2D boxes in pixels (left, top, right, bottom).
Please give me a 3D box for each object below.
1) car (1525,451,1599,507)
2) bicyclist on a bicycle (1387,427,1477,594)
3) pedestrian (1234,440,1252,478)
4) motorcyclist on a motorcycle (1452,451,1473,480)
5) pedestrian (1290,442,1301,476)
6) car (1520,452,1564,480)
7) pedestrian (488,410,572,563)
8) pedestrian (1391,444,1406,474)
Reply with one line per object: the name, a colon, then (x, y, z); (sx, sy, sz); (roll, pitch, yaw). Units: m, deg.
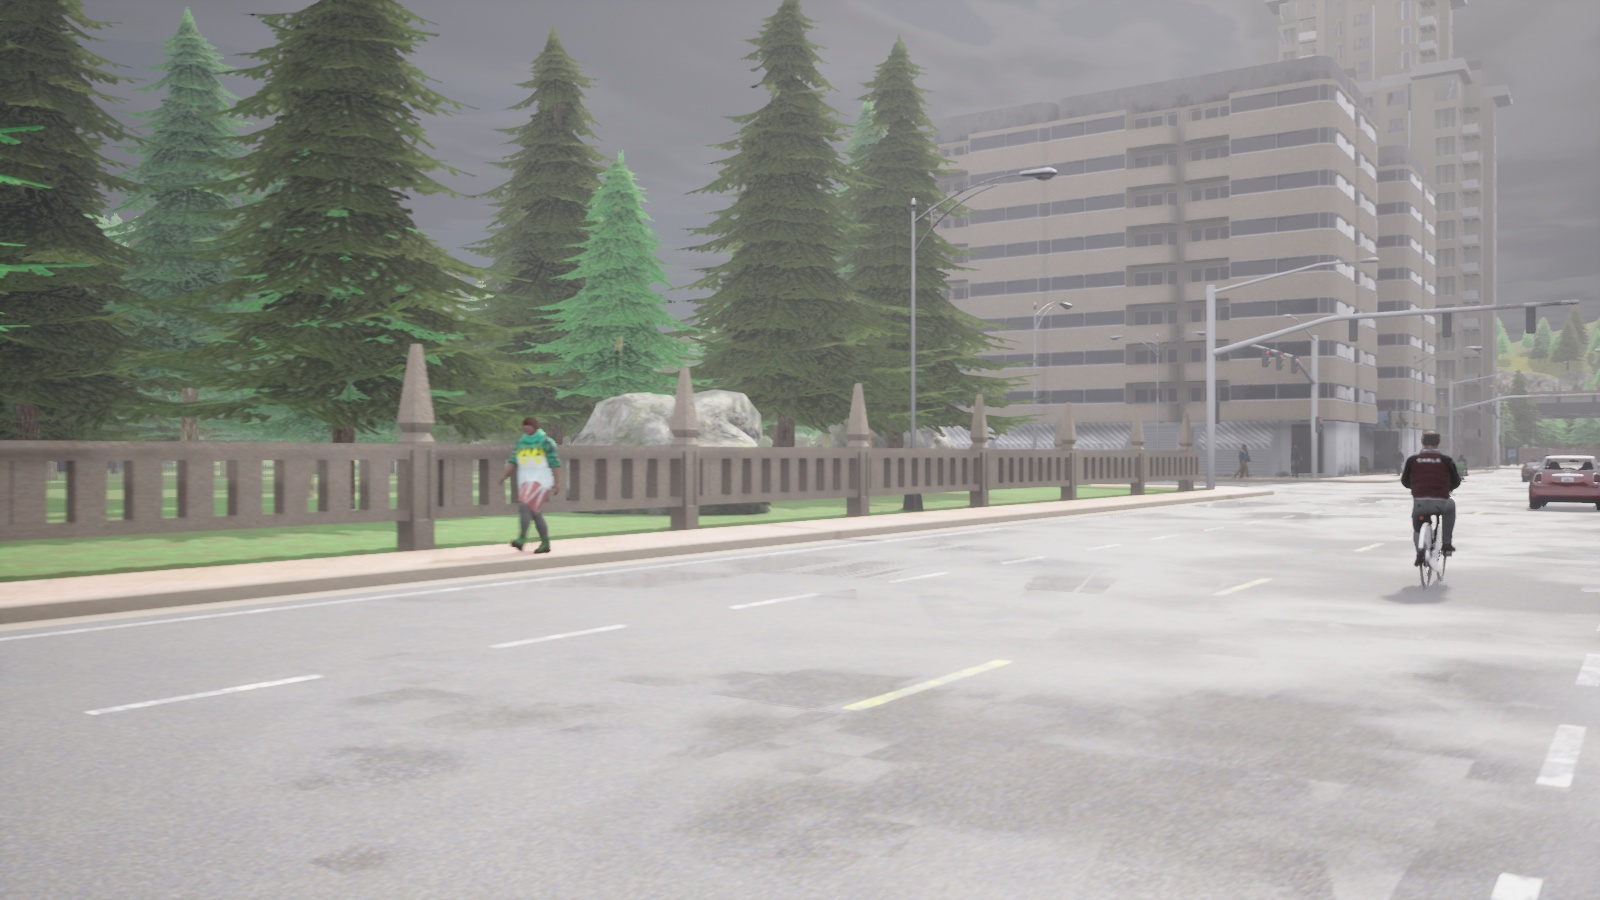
car: (21.665, 0.763, 35.232); (1.970, 1.475, 3.806); (0, 0, 35)
bicyclist on a bicycle: (7.216, 0.641, 14.296); (0.659, 1.776, 1.843); (0, 0, 35)
pedestrian: (23.044, 0.484, 65.301); (0.788, 1.949, 0.423); (0, 0, 36)
motorcyclist on a motorcycle: (36.223, 0.844, 68.654); (0.797, 1.523, 2.044); (0, 0, 35)
pedestrian: (26.508, 0.481, 67.145); (0.402, 1.842, 0.726); (0, 0, 34)
car: (41.367, 0.866, 69.946); (1.816, 1.474, 4.193); (0, 0, 35)
pedestrian: (-3.562, 0.463, 16.584); (0.659, 1.952, 0.873); (0, 0, 34)
pedestrian: (37.455, 0.547, 78.535); (0.849, 1.883, 0.563); (0, 0, -42)
